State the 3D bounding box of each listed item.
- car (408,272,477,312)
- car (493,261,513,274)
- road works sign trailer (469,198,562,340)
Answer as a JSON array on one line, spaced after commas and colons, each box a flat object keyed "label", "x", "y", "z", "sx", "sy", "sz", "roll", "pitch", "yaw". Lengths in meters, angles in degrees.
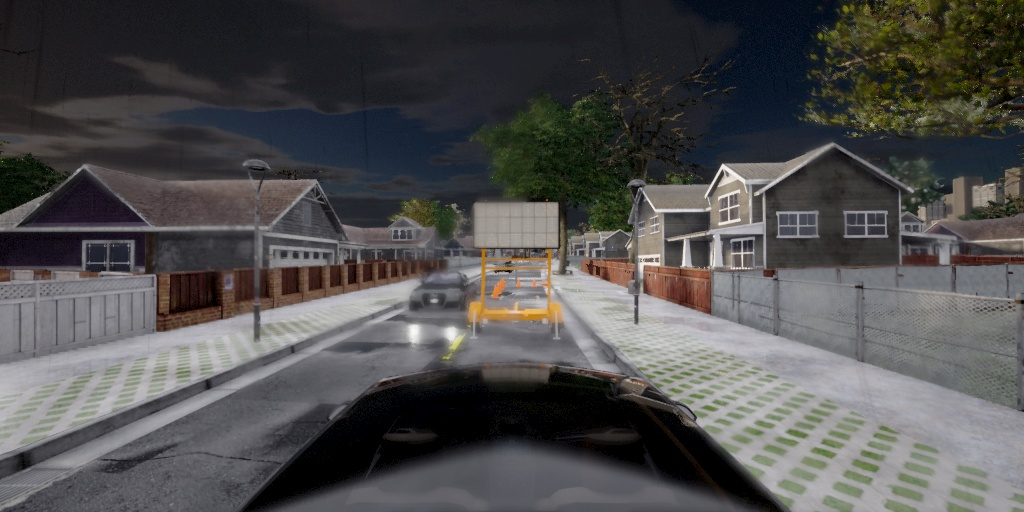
[{"label": "car", "x": -2.540, "y": 1.308, "z": 13.981, "sx": 1.994, "sy": 1.385, "sz": 4.181, "roll": 0, "pitch": 0, "yaw": 2}, {"label": "car", "x": -0.896, "y": 1.184, "z": 39.624, "sx": 1.837, "sy": 1.490, "sz": 4.892, "roll": 0, "pitch": 0, "yaw": 5}, {"label": "road works sign trailer", "x": 0.126, "y": 0.212, "z": 10.022, "sx": 2.380, "sy": 3.560, "sz": 2.880, "roll": 0, "pitch": 0, "yaw": 2}]
